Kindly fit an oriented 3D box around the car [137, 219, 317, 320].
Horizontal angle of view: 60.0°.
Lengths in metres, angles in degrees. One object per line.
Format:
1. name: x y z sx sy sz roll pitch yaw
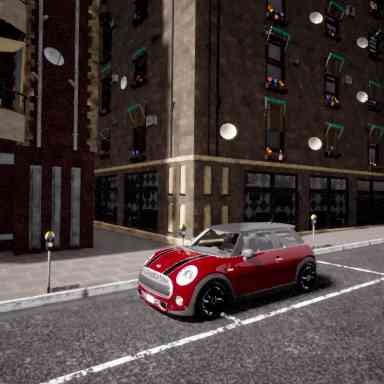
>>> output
1. car: 0.854 1.442 7.300 4.097 1.590 1.967 0 1 -35
